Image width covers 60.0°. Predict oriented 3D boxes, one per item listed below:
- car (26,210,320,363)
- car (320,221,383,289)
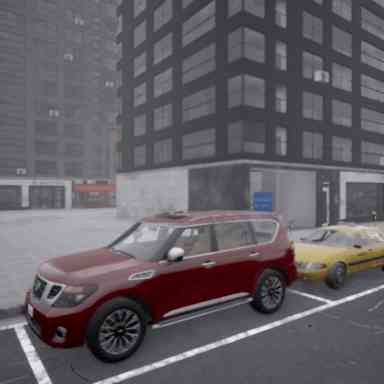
[{"bbox_3d":[-0.179,1.313,6.060,5.009,1.841,2.192,0,0,-36],"label":"car"},{"bbox_3d":[4.086,1.518,9.104,4.829,1.417,1.752,0,0,-36],"label":"car"}]
